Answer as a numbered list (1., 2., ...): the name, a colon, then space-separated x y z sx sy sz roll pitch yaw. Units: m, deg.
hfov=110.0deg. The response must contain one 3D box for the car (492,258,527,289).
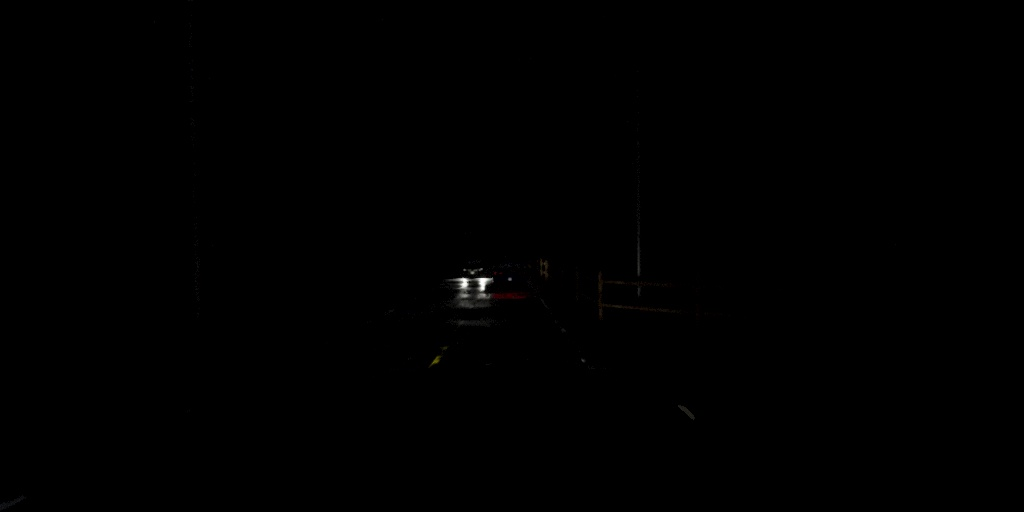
1. car: -0.133 1.010 21.146 1.882 1.535 5.008 -1 1 -1

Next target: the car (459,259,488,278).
1. car: -3.071 0.989 29.893 1.812 1.442 4.674 -1 1 -1
